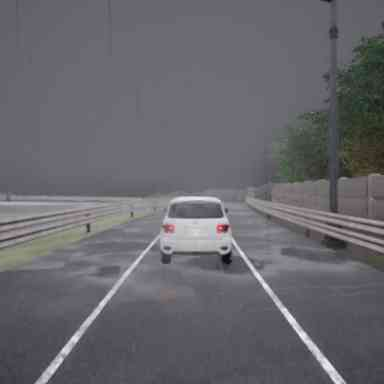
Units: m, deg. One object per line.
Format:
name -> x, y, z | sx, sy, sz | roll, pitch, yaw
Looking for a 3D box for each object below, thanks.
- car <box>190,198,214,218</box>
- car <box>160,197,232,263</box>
car -> 0.986, 1.355, 30.012 | 1.882, 1.535, 5.008 | 0, 0, 4
car -> 0.156, 1.175, 11.954 | 2.150, 2.045, 5.566 | 0, 0, 1
